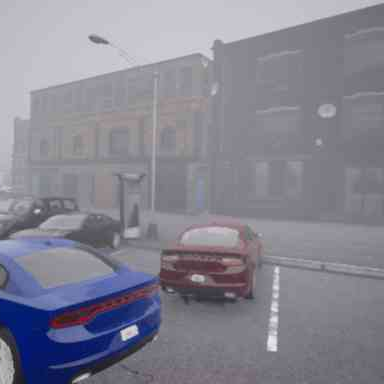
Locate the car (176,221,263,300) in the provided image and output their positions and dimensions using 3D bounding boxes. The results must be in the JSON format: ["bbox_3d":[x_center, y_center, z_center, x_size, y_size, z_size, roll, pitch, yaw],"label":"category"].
[{"bbox_3d":[0.732,1.476,8.546,2.097,1.535,5.008,0,-1,15],"label":"car"}]

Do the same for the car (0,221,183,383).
[{"bbox_3d":[-2.752,1.474,5.261,5.008,1.535,1.882,0,0,35],"label":"car"}]

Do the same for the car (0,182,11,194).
[{"bbox_3d":[-29.276,-0.410,50.042,5.566,2.045,2.435,1,6,6],"label":"car"}]

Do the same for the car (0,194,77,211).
[{"bbox_3d":[-6.740,1.218,13.644,2.435,2.045,5.566,1,-1,14],"label":"car"}]

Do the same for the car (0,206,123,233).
[{"bbox_3d":[-4.233,1.472,11.982,2.097,1.535,5.008,1,-1,14],"label":"car"}]
